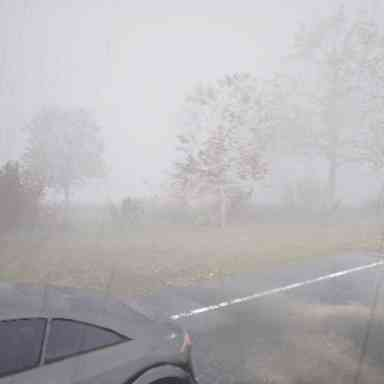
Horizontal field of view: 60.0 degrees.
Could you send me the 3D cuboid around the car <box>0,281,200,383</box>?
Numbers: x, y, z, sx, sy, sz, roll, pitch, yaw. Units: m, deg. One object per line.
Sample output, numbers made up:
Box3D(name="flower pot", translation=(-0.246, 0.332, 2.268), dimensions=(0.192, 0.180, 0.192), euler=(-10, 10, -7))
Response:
Box3D(name="car", translation=(-1.973, 1.543, 2.612), dimensions=(4.181, 1.385, 1.994), euler=(0, 0, -37))
